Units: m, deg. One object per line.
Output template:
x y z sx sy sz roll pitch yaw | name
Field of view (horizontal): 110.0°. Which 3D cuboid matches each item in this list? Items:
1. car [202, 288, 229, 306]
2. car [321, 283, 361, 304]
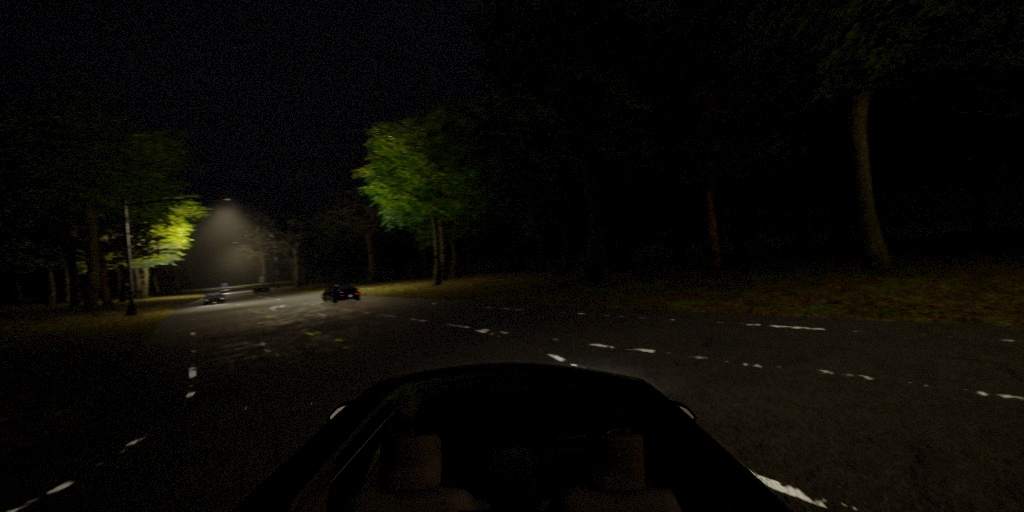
-34.083 4.815 41.090 2.033 1.411 5.357 -4 -1 -39 | car
-13.556 2.918 28.361 1.812 1.442 4.674 -4 -1 -42 | car
